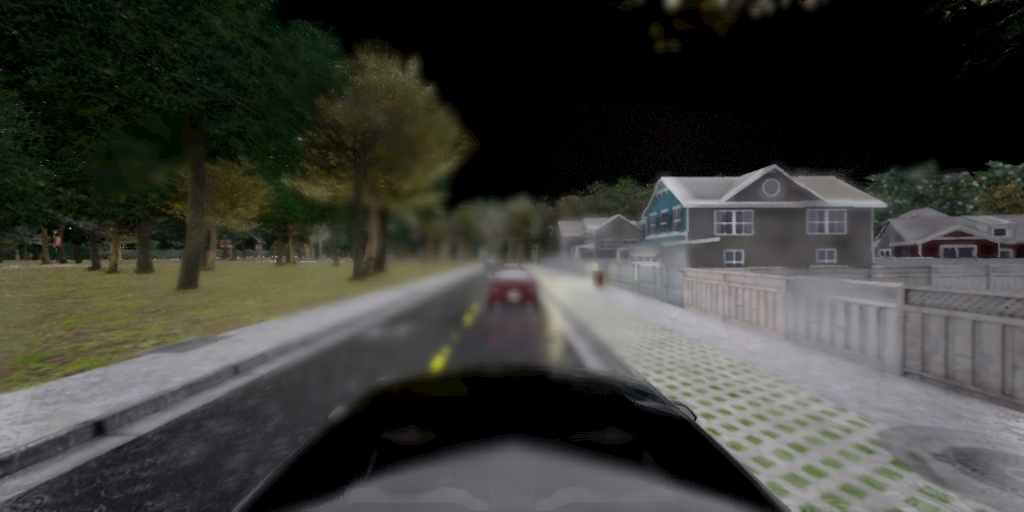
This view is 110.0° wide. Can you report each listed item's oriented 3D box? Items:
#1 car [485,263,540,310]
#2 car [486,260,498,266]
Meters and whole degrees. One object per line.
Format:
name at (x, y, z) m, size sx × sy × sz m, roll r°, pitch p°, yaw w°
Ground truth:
car at (0.074, 1.220, 14.706) m, size 1.882 × 1.535 × 5.008 m, roll 0°, pitch -1°, yaw 0°
car at (-2.831, 1.266, 52.337) m, size 1.812 × 1.442 × 4.674 m, roll 0°, pitch 0°, yaw 0°
